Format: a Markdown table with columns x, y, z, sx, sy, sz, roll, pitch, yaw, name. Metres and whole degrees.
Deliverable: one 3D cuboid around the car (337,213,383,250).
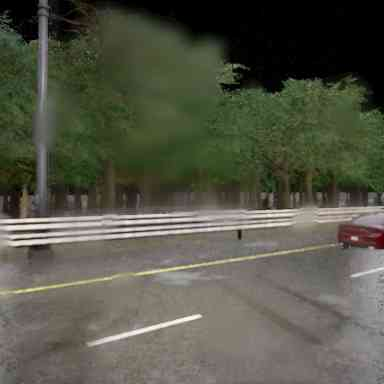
| x | y | z | sx | sy | sz | roll | pitch | yaw | name |
| --- | --- | --- | --- | --- | --- | --- | --- | --- | --- |
| 8.146 | 1.612 | 13.989 | 5.008 | 1.535 | 1.882 | 0 | 0 | -35 | car |
